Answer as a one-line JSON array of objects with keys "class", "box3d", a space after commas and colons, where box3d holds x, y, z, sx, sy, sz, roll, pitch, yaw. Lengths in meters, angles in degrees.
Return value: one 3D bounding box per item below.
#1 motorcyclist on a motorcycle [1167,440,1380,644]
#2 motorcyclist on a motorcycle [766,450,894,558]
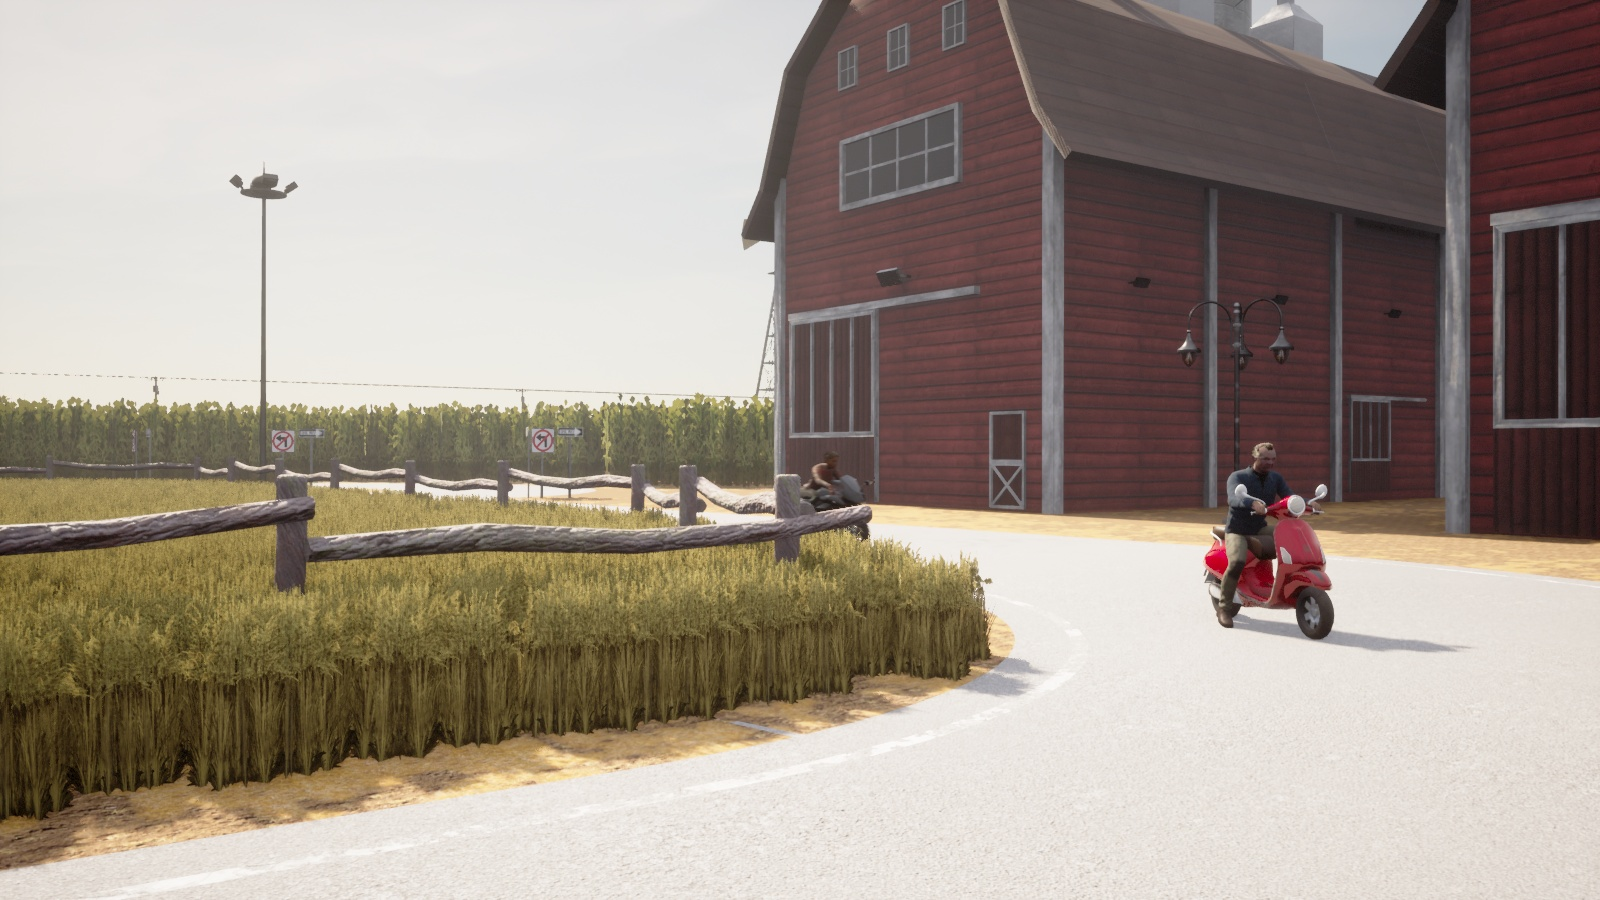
[{"class": "motorcyclist on a motorcycle", "box3d": [3.991, 0.716, 10.767, 0.866, 1.590, 1.817, 0, 0, -12]}, {"class": "motorcyclist on a motorcycle", "box3d": [0.422, 0.772, 18.800, 0.797, 1.523, 2.044, 0, 0, -38]}]
